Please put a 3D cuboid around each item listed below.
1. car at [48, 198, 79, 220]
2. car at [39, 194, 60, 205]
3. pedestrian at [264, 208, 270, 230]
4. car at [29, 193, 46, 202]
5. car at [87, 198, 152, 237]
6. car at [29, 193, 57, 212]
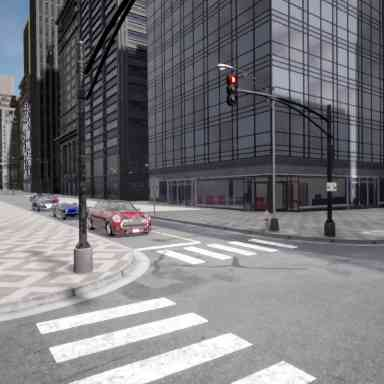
[{"bbox_3d":[-9.607,1.389,26.075,1.895,1.301,4.718,-1,1,-34],"label":"car"},{"bbox_3d":[-20.547,1.062,47.892,1.994,1.385,4.181,-1,1,-34],"label":"car"},{"bbox_3d":[3.892,1.373,17.276,0.500,1.100,0.500,0,0,-34],"label":"pedestrian"},{"bbox_3d":[-26.096,0.882,56.060,1.837,1.490,4.892,-1,1,-34],"label":"car"},{"bbox_3d":[-3.933,1.234,17.692,2.097,1.767,4.553,-1,1,-34],"label":"car"},{"bbox_3d":[-15.425,1.178,34.668,2.128,1.511,4.902,-1,1,-34],"label":"car"}]
